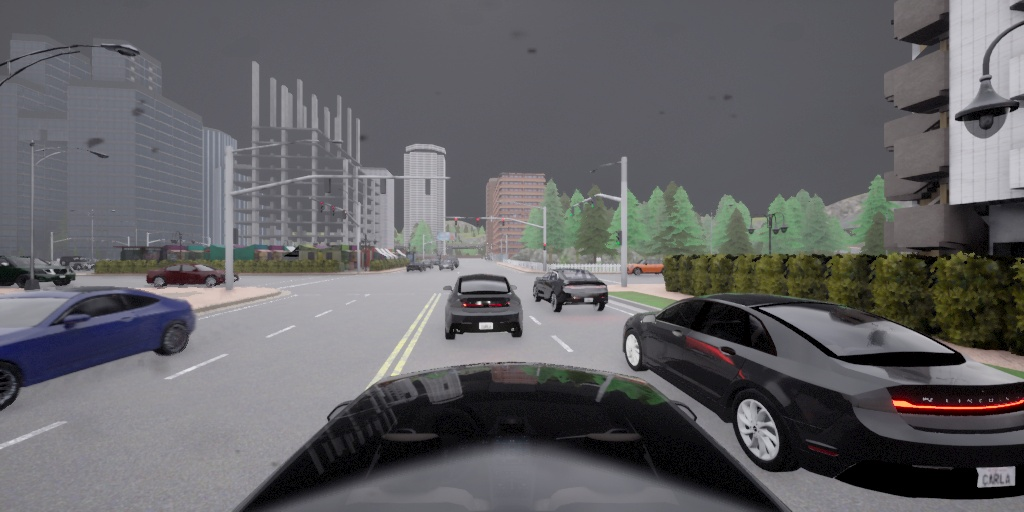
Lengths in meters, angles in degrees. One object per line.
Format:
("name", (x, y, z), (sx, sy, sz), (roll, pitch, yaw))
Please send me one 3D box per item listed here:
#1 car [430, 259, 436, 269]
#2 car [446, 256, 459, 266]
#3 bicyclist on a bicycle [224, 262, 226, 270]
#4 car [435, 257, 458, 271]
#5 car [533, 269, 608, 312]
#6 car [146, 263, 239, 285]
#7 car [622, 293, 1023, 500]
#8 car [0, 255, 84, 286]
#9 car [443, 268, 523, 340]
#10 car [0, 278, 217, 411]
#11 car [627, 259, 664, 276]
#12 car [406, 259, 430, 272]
("car", (-13.204, 1.255, 55.319), (1.837, 1.490, 4.892), (0, 0, -6))
("car", (-10.191, 0.971, 59.869), (2.150, 2.045, 5.566), (0, 0, -6))
("bicyclist on a bicycle", (-29.539, 1.011, 37.401), (0.582, 1.620, 1.656), (0, 5, -5))
("car", (-9.090, 1.241, 50.069), (2.128, 1.511, 4.902), (0, 0, -7))
("car", (2.132, 1.242, 14.218), (2.128, 1.511, 4.902), (0, 0, -9))
("car", (-20.926, 1.228, 23.676), (5.008, 1.535, 1.882), (0, 0, -5))
("car", (3.110, 1.255, 4.857), (1.837, 1.490, 4.892), (0, 0, -4))
("car", (-31.547, 0.972, 22.736), (5.566, 2.045, 2.150), (0, 0, -5))
("car", (-0.863, 1.255, 10.100), (1.837, 1.490, 4.892), (0, 0, -7))
("car", (-7.534, 1.276, 5.870), (1.812, 1.442, 4.674), (0, 0, -6))
("car", (14.035, 1.102, 37.519), (4.553, 1.767, 2.097), (0, 0, -5))
("car", (-12.223, 1.351, 46.082), (1.895, 1.301, 4.718), (0, 0, -4))
